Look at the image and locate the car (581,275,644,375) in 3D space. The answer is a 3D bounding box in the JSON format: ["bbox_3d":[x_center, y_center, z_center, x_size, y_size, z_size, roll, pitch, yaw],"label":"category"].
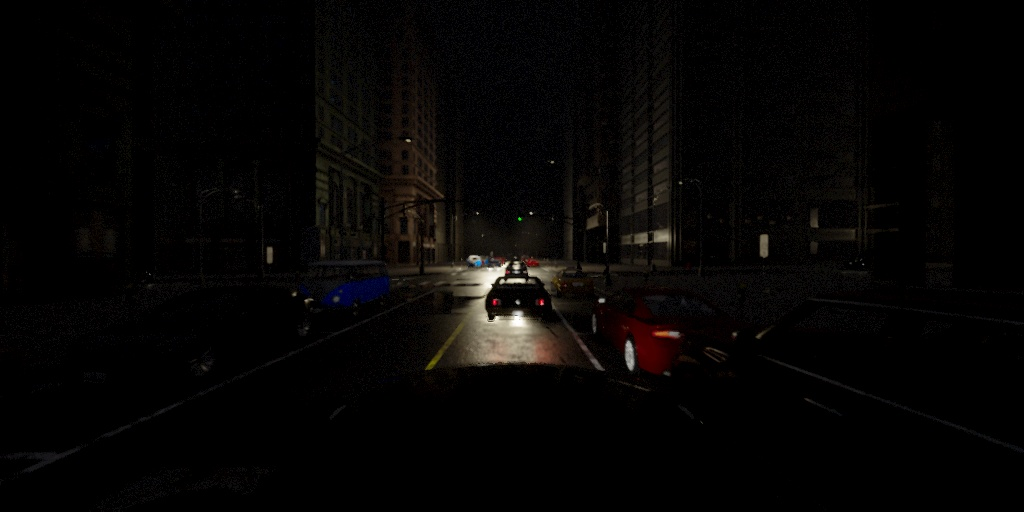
[{"bbox_3d":[2.810,1.270,7.262,1.888,1.381,4.507,0,0,1],"label":"car"}]

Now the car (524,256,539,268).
[{"bbox_3d":[3.282,1.077,55.932,1.888,1.381,4.507,0,0,1],"label":"car"}]

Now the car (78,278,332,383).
[{"bbox_3d":[-5.717,1.292,7.111,1.948,1.339,4.313,0,0,1],"label":"car"}]

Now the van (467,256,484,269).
[{"bbox_3d":[-5.325,0.893,50.506,1.690,1.789,3.998,0,0,1],"label":"van"}]

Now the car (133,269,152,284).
[{"bbox_3d":[-33.083,1.542,30.015,4.553,1.767,2.097,-1,0,1],"label":"car"}]

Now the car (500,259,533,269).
[{"bbox_3d":[0.335,1.183,28.099,2.033,1.411,5.357,0,0,0],"label":"car"}]

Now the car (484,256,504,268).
[{"bbox_3d":[-2.592,1.105,53.576,1.994,1.385,4.181,0,0,1],"label":"car"}]

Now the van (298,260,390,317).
[{"bbox_3d":[-5.667,1.044,12.524,1.690,1.789,3.998,0,0,1],"label":"van"}]

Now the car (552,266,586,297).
[{"bbox_3d":[2.917,1.205,18.012,1.751,1.417,4.829,0,0,1],"label":"car"}]

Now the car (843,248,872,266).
[{"bbox_3d":[33.347,0.255,32.332,5.566,2.045,2.150,-1,0,1],"label":"car"}]

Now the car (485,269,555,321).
[{"bbox_3d":[0.194,1.305,12.174,1.895,1.301,4.718,0,0,1],"label":"car"}]

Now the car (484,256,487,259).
[{"bbox_3d":[-5.273,1.077,56.031,1.888,1.381,4.507,0,0,1],"label":"car"}]

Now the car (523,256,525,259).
[{"bbox_3d":[3.332,1.058,61.457,1.888,1.381,4.507,0,0,1],"label":"car"}]

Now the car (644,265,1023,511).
[{"bbox_3d":[2.760,1.063,1.973,2.192,1.841,5.009,0,0,1],"label":"car"}]

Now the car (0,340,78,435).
[{"bbox_3d":[-5.768,1.295,1.698,1.888,1.381,4.507,0,0,1],"label":"car"}]
